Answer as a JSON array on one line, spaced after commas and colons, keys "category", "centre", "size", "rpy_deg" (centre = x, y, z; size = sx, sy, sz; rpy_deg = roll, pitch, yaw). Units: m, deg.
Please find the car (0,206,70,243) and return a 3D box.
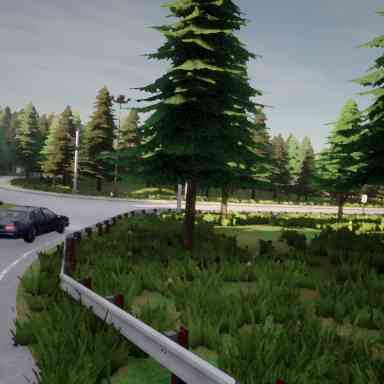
[{"category": "car", "centre": [-7.587, 1.371, 15.524], "size": [2.033, 1.411, 5.357], "rpy_deg": [4, 1, 3]}]
